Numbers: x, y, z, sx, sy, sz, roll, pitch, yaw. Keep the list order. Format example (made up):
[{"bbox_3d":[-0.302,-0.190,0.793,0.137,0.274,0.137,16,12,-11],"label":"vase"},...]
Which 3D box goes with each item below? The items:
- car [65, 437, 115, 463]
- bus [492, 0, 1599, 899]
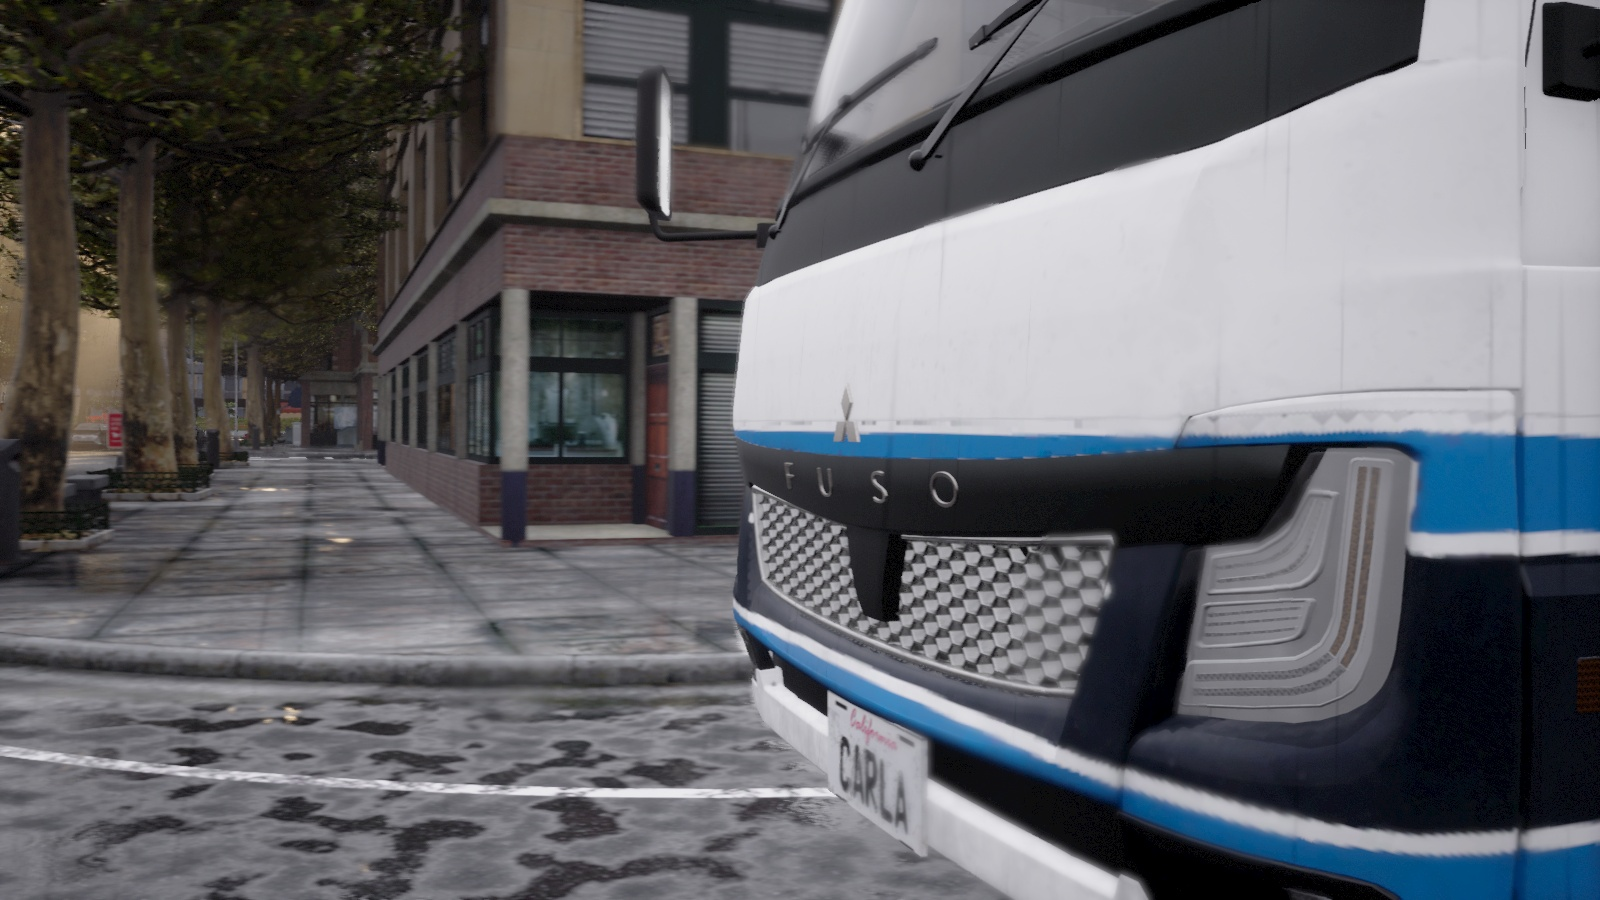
[{"bbox_3d":[-43.307,-0.035,76.696,2.007,1.525,4.514,-1,1,-21],"label":"car"},{"bbox_3d":[4.319,-0.704,4.863,10.273,4.253,3.944,-1,1,-21],"label":"bus"}]
